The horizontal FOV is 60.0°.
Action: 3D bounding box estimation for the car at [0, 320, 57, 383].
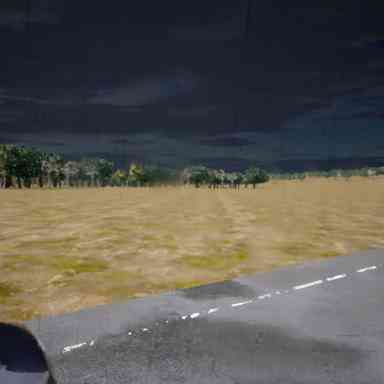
[{"bbox_3d":[-2.992,1.564,1.865,4.181,1.385,1.994,0,0,-35],"label":"car"}]
